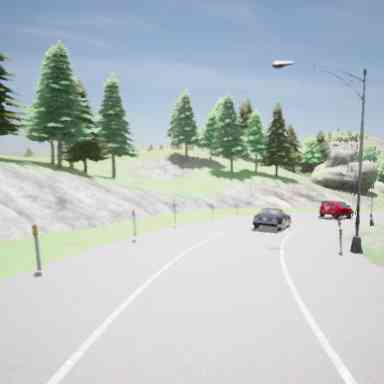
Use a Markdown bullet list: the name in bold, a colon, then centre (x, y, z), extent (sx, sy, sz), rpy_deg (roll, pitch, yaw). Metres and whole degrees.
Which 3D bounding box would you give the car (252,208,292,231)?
- **car**: centre (5.702, 1.841, 23.374), extent (2.033, 1.411, 5.357), rpy_deg (3, 0, 26)

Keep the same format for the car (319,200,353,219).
- **car**: centre (16.871, 2.032, 38.923), extent (2.150, 2.045, 5.566), rpy_deg (5, 2, 45)
